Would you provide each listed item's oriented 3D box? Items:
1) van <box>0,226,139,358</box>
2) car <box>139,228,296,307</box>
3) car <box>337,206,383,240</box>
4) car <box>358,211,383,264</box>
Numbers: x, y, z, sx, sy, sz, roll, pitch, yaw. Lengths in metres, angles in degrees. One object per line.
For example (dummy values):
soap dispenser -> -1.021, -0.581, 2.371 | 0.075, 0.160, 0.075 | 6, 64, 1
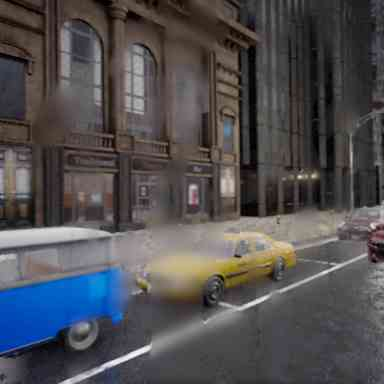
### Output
van -> -2.894, 1.455, 4.477 | 1.690, 1.788, 3.998 | -1, -1, 44
car -> 0.888, 1.630, 8.376 | 1.752, 1.417, 4.829 | -1, -1, 44
car -> 8.801, 1.529, 16.546 | 1.967, 1.590, 4.097 | -1, -1, 44
car -> 7.596, 1.515, 11.334 | 1.882, 1.535, 5.008 | -2, -1, 44
